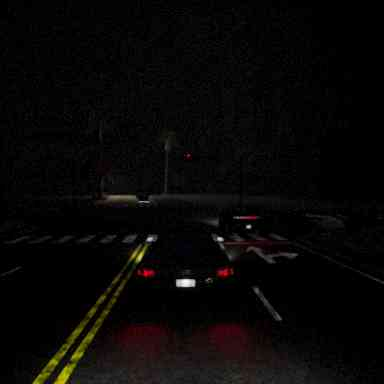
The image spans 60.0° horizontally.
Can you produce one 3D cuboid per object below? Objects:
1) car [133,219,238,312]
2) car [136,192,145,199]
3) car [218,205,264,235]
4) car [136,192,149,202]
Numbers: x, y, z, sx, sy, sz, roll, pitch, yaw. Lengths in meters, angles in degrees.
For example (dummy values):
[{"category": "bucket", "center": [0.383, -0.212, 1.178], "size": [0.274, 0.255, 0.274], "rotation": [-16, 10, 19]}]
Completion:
[{"category": "car", "center": [-0.158, 1.558, 7.813], "size": [1.994, 1.385, 4.181], "rotation": [0, 0, -1]}, {"category": "car", "center": [-12.231, 0.763, 79.204], "size": [1.882, 1.535, 5.008], "rotation": [0, 1, -12]}, {"category": "car", "center": [2.643, 1.475, 18.749], "size": [2.128, 1.511, 4.902], "rotation": [0, 0, -3]}, {"category": "car", "center": [-9.147, 1.053, 63.186], "size": [2.033, 1.411, 5.357], "rotation": [0, 1, -9]}]
